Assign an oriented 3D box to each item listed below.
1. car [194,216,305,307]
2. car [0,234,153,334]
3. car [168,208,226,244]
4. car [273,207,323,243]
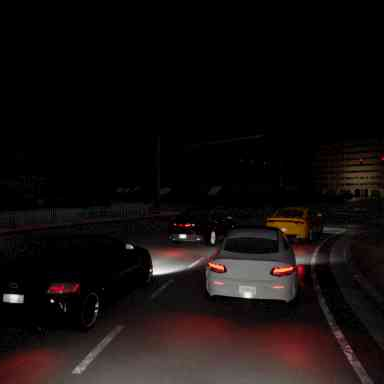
[{"bbox_3d":[1.521,1.526,7.979,1.812,1.442,4.674,0,0,14],"label":"car"},{"bbox_3d":[-2.271,1.564,6.949,1.994,1.385,4.181,0,0,11],"label":"car"},{"bbox_3d":[0.603,1.505,15.386,1.837,1.490,4.892,0,0,23],"label":"car"},{"bbox_3d":[5.202,1.478,16.490,1.882,1.535,5.008,0,0,30],"label":"car"}]
